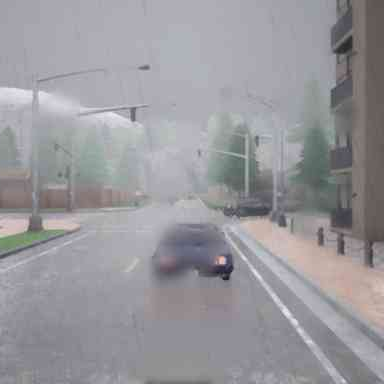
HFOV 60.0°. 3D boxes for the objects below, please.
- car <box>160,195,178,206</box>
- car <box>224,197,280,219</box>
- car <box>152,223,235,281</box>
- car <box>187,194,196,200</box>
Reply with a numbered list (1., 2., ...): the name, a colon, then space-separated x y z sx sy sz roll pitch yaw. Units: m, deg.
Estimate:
1. car: -3.680 1.274 49.657 2.033 1.411 5.357 0 0 0
2. car: 4.962 1.211 27.266 4.553 1.767 2.097 0 1 -21
3. car: 0.039 1.547 9.665 1.895 1.301 4.718 0 0 0
4. car: -0.148 1.018 69.513 2.033 1.411 5.357 0 0 0
